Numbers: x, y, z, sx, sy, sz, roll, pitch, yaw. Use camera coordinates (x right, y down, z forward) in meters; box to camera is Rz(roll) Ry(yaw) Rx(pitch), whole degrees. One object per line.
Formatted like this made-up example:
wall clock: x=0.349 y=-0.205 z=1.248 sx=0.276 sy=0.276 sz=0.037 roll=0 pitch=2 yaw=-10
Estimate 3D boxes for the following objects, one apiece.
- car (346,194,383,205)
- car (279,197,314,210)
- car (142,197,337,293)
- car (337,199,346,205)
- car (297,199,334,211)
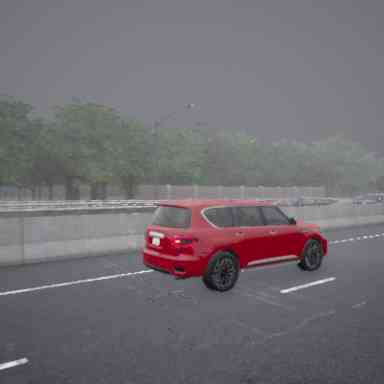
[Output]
car: x=18.809 y=1.214 z=34.610 sx=5.566 sy=2.045 sz=2.150 roll=0 pitch=0 yaw=-35
car: x=13.834 y=1.495 z=43.936 sx=4.892 sy=1.490 sz=1.837 roll=0 pitch=0 yaw=-35
car: x=1.360 y=1.219 z=9.144 sx=5.566 sy=2.045 sz=2.150 roll=0 pitch=0 yaw=-36
car: x=17.733 y=1.516 z=38.125 sx=4.674 sy=1.442 sz=1.812 roll=0 pitch=0 yaw=-35
car: x=15.089 y=1.592 z=40.541 sx=4.718 sy=1.301 sz=1.895 roll=0 pitch=0 yaw=-35
